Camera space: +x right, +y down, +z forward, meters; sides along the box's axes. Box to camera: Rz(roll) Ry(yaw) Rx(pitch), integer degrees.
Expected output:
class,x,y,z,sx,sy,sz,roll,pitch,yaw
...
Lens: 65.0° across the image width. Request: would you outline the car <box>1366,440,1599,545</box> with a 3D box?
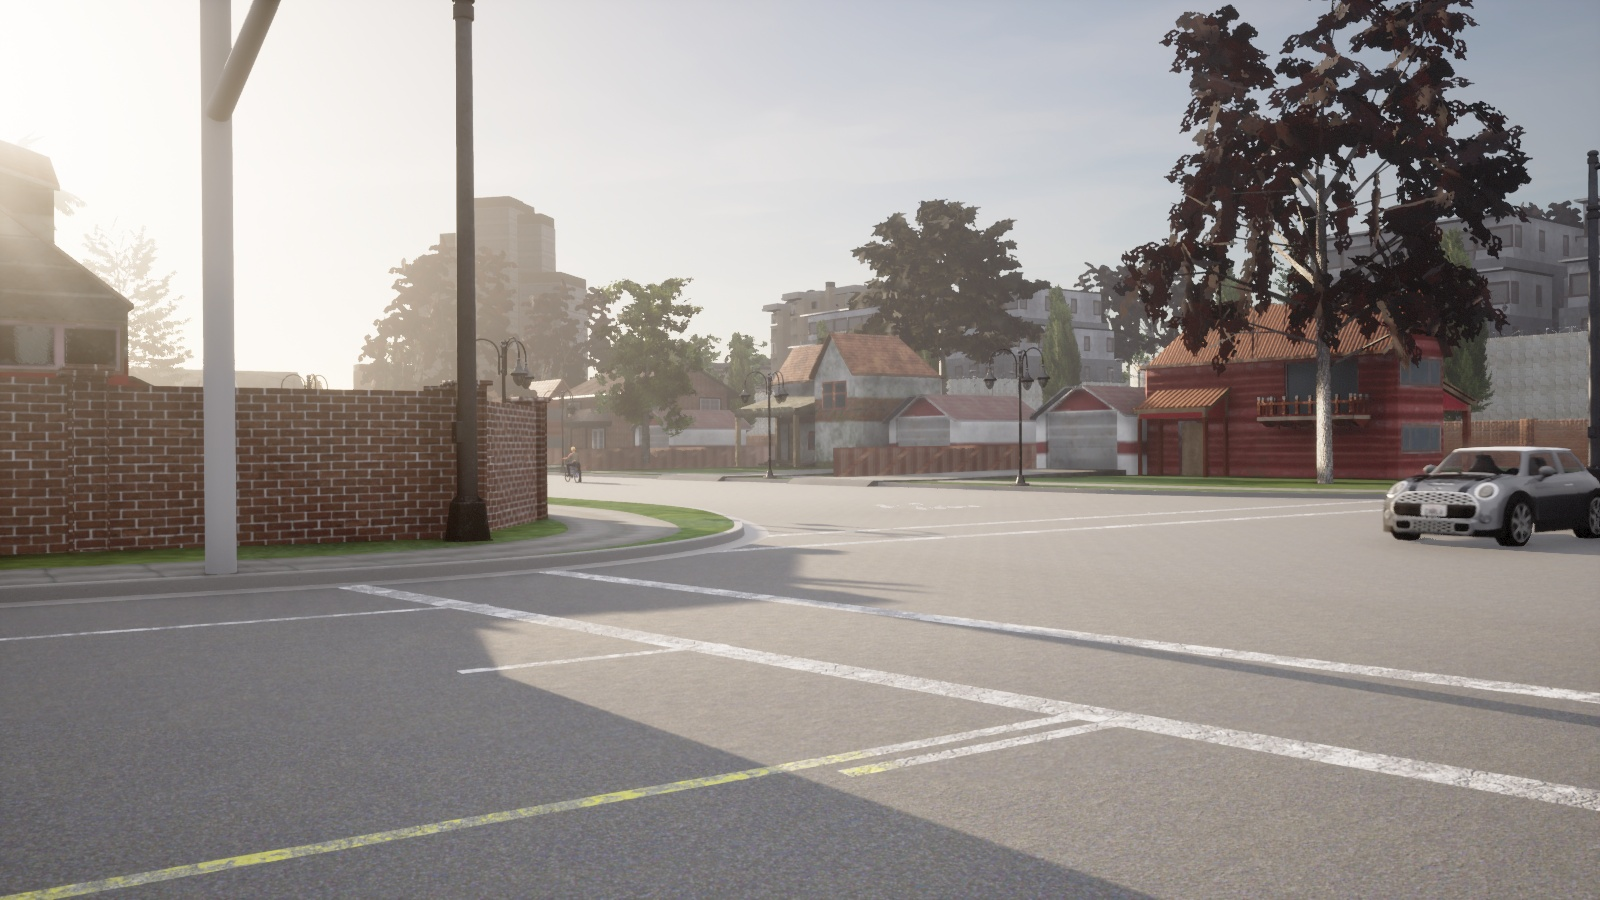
class,x,y,z,sx,sy,sz,roll,pitch,yaw
car,10.921,0.597,19.791,3.806,1.475,1.970,-1,0,-35
